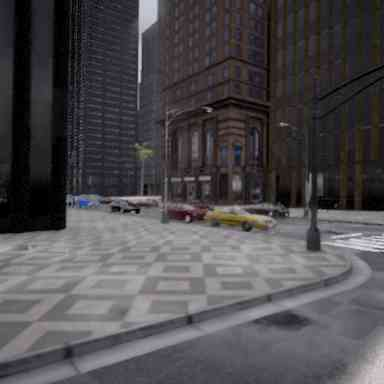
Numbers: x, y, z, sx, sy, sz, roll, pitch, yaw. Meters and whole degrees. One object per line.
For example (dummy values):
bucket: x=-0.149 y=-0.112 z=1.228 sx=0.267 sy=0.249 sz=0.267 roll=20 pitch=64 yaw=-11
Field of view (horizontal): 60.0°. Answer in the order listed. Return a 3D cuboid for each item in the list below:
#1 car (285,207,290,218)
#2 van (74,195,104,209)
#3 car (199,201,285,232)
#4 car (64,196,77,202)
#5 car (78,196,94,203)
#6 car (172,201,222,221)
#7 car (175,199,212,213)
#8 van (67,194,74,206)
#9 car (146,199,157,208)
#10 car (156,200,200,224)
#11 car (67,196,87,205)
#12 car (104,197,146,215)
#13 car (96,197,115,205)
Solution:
car: x=6.443 y=1.587 z=28.906 sx=2.008 sy=1.369 sz=4.403 roll=1 pitch=-1 yaw=-36
van: x=-12.795 y=1.208 z=41.112 sx=1.690 sy=1.788 sz=3.998 roll=1 pitch=-1 yaw=-36
car: x=2.746 y=1.441 z=19.436 sx=1.752 sy=1.417 sz=4.829 roll=1 pitch=-1 yaw=-36
car: x=-28.166 y=1.522 z=77.173 sx=1.802 sy=1.307 sz=4.206 roll=1 pitch=-1 yaw=-36
car: x=-21.874 y=1.530 z=68.396 sx=1.947 sy=1.339 sz=4.313 roll=1 pitch=-1 yaw=-36
car: x=0.345 y=1.508 z=27.521 sx=1.994 sy=1.385 sz=4.181 roll=1 pitch=0 yaw=-36
car: x=0.151 y=1.561 z=37.681 sx=1.887 sy=1.381 sz=4.507 roll=1 pitch=-1 yaw=-36
van: x=-18.972 y=1.194 z=49.727 sx=1.690 sy=1.788 sz=3.998 roll=1 pitch=-1 yaw=-36
car: x=-6.143 y=1.583 z=46.456 sx=1.802 sy=1.307 sz=4.206 roll=1 pitch=-1 yaw=-36
car: x=-0.442 y=1.447 z=23.881 sx=1.887 sy=1.381 sz=4.507 roll=1 pitch=-1 yaw=-36
car: x=-18.688 y=1.348 z=54.067 sx=1.812 sy=1.442 sz=4.674 roll=1 pitch=-1 yaw=-36
car: x=-6.620 y=1.448 z=32.495 sx=1.947 sy=1.339 sz=4.313 roll=1 pitch=-1 yaw=-36
car: x=-15.581 y=1.545 z=59.620 sx=1.947 sy=1.339 sz=4.313 roll=1 pitch=-1 yaw=-36
